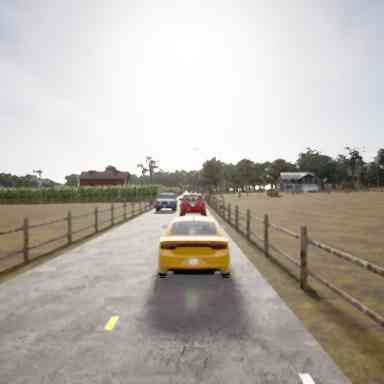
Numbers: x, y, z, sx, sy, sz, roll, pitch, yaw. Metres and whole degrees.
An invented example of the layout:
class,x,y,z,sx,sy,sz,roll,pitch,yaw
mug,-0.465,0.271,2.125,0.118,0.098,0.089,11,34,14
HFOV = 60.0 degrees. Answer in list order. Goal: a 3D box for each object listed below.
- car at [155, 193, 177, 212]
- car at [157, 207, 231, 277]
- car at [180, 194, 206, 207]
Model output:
class,x,y,z,sx,sy,sz,roll,pitch,yaw
car,-2.852,1.114,37.280,2.150,2.045,5.566,0,0,0
car,0.060,1.467,10.294,1.882,1.535,5.008,0,0,0
car,0.083,1.151,29.673,2.150,2.045,5.566,0,0,0
